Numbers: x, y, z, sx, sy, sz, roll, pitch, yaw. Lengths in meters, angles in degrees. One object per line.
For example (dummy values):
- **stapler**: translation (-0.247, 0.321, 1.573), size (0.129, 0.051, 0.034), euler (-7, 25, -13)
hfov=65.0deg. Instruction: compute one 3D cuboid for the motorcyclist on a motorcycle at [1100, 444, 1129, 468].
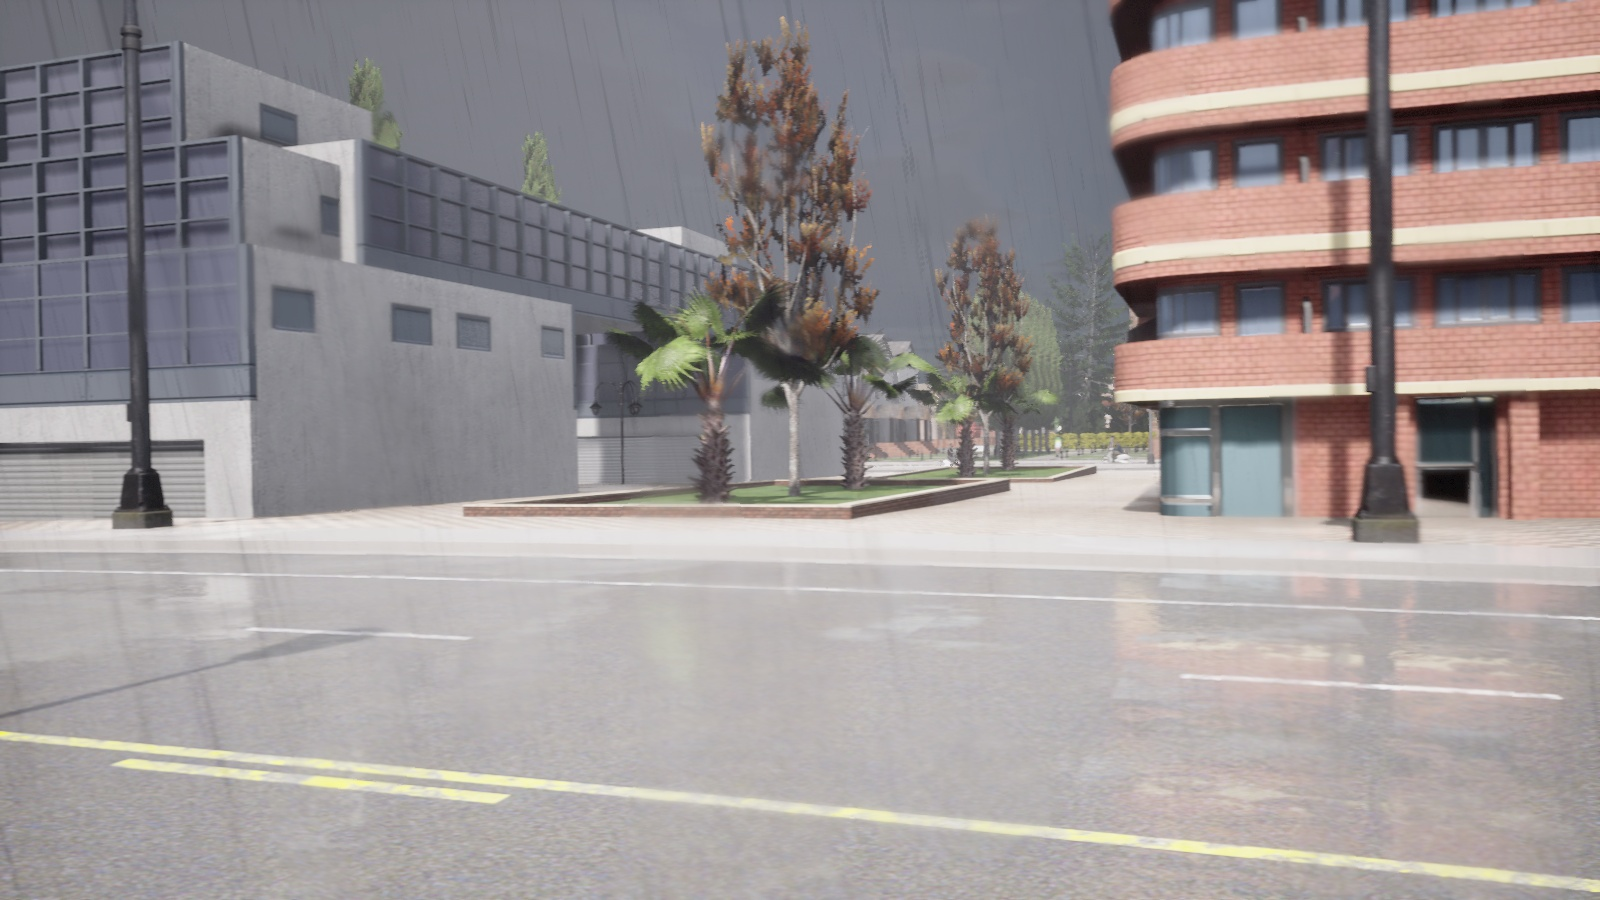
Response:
- **motorcyclist on a motorcycle**: translation (20.896, 0.384, 83.501), size (1.817, 1.590, 0.866), euler (0, 1, 18)
